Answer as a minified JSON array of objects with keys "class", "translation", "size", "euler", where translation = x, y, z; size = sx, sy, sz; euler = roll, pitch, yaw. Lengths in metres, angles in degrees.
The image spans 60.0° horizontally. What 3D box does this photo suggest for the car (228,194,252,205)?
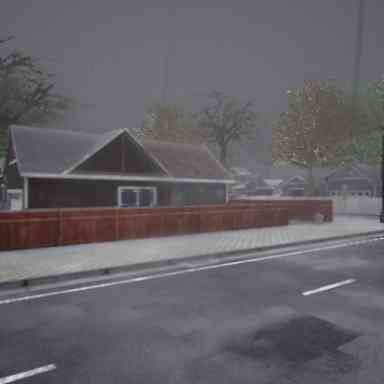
[{"class":"car","translation":[5.712,1.266,39.582],"size":[2.150,2.045,5.566],"euler":[0,0,-36]}]
